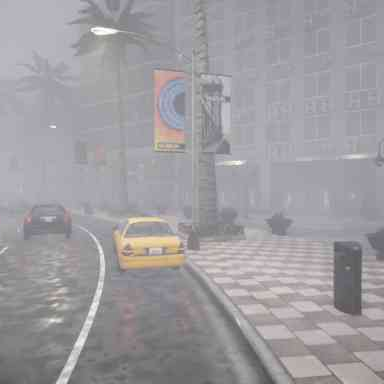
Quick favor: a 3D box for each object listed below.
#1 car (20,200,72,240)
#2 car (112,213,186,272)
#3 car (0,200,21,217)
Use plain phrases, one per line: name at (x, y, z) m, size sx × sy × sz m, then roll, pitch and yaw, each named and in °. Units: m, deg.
car at (-7.525, 1.346, 17.397) m, size 2.097 × 1.767 × 4.553 m, roll 0°, pitch 0°, yaw -23°
car at (-1.584, 1.456, 10.823) m, size 1.801 × 1.575 × 5.366 m, roll 0°, pitch 0°, yaw -15°
car at (-16.567, 1.478, 31.153) m, size 2.128 × 1.511 × 4.902 m, roll 0°, pitch 0°, yaw -42°
